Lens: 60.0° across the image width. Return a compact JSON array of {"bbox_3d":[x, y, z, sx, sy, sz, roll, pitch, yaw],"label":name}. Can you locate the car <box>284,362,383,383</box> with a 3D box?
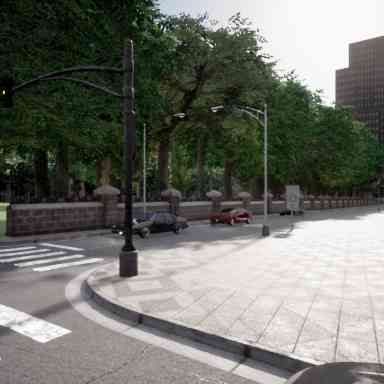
[{"bbox_3d":[2.351,1.551,1.286,4.403,1.369,2.008,0,0,36],"label":"car"}]

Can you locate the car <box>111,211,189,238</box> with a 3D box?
[{"bbox_3d":[-2.321,1.888,20.214,2.033,1.411,5.357,0,-1,35],"label":"car"}]

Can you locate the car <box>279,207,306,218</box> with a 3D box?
[{"bbox_3d":[12.364,2.471,40.947,1.895,1.301,4.718,0,-1,36],"label":"car"}]

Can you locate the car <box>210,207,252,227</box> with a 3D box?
[{"bbox_3d":[3.419,2.022,28.333,1.882,1.535,5.008,0,-1,35],"label":"car"}]
